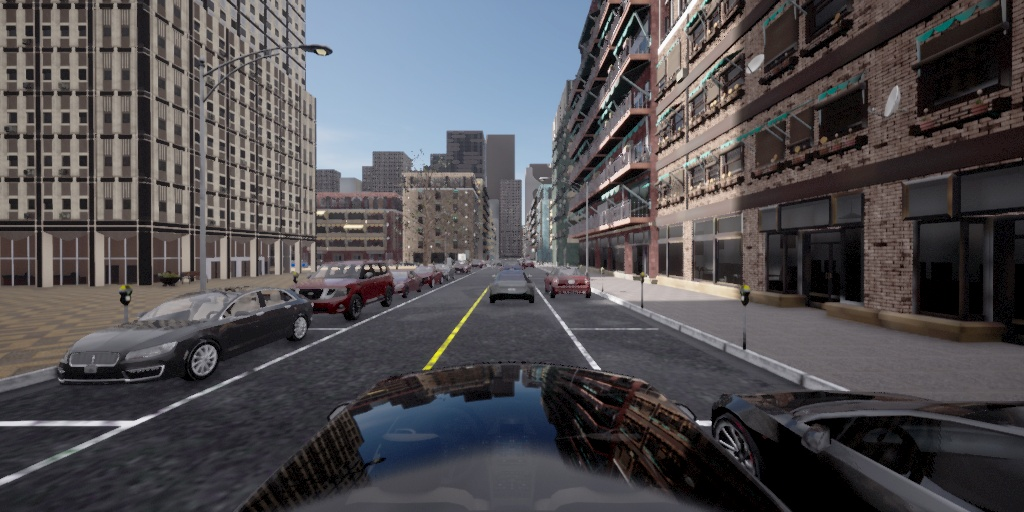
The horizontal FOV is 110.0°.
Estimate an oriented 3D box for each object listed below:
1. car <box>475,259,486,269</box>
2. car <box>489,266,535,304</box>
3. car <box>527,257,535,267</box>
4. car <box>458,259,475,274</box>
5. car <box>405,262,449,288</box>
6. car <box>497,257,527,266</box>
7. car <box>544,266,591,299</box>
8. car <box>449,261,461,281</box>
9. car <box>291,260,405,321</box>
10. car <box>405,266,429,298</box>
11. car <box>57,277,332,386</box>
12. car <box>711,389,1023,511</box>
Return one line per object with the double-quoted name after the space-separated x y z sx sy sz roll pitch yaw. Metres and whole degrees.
-5.692 1.207 56.777 1.967 1.591 4.097 0 0 0 "car"
0.000 1.323 16.501 1.994 1.385 4.181 0 0 0 "car"
2.689 1.312 56.776 1.888 1.381 4.507 0 0 0 "car"
-5.692 1.196 40.195 1.967 1.591 4.097 0 0 0 "car"
-5.692 1.296 23.612 1.888 1.381 4.507 0 0 0 "car"
0.000 1.120 31.472 2.097 1.767 4.553 0 0 0 "car"
2.689 1.190 18.084 1.967 1.591 4.097 0 0 0 "car"
-5.692 1.303 29.139 2.007 1.370 4.403 0 0 0 "car"
-5.692 1.064 12.557 2.192 1.841 5.009 0 0 0 "car"
-5.692 1.332 18.084 1.802 1.307 4.207 0 0 0 "car"
-5.692 1.299 7.030 2.007 1.370 4.403 0 0 0 "car"
2.689 1.315 1.501 1.948 1.339 4.313 0 0 0 "car"
